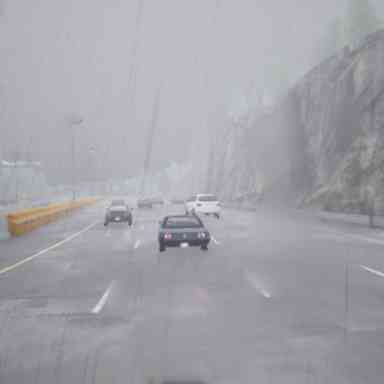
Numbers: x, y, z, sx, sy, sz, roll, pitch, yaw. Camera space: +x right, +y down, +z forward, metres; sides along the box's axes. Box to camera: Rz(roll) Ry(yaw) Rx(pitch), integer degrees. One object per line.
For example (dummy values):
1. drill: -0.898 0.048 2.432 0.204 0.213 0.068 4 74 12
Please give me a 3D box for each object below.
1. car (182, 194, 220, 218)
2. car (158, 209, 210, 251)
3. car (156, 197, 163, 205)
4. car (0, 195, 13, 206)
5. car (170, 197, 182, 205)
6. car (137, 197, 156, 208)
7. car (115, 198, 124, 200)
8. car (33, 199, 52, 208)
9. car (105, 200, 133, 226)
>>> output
1. car: 0.881 1.223 29.468 2.150 2.045 5.566 0 0 -11
2. car: -0.465 1.611 14.138 1.895 1.301 4.718 -1 0 -5
3. car: -6.394 1.639 61.128 2.033 1.411 5.357 -1 0 -12
4. car: -35.426 1.541 62.325 2.150 2.045 5.566 -1 0 -13
5. car: -2.830 1.653 61.370 1.895 1.301 4.718 -1 0 -13
6. car: -6.967 1.585 48.536 2.128 1.511 4.902 -1 0 -14
7. car: -12.218 1.716 55.464 1.994 1.385 4.181 -1 0 -13
8. car: -21.378 1.776 47.684 1.812 1.442 4.674 -1 1 -13
9. car: -5.305 1.592 24.272 1.812 1.442 4.674 0 0 -10
